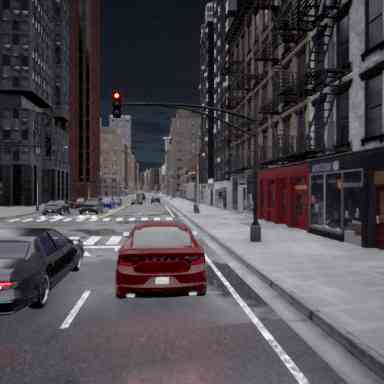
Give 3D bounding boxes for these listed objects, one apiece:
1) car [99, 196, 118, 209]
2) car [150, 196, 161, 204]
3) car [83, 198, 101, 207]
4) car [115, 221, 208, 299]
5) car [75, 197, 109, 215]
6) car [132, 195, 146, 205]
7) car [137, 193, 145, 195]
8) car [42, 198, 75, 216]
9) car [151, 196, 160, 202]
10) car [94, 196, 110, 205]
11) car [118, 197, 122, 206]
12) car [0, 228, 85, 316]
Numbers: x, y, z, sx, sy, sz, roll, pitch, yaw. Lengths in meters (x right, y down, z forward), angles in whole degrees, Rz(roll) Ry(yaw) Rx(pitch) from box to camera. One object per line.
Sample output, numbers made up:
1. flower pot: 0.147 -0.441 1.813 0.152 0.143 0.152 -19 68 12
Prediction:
1. car: -11.506 1.493 44.625 1.882 1.535 5.008 0 0 -6
2. car: -7.092 1.530 65.173 1.837 1.490 4.892 0 0 -6
3. car: -15.628 1.620 52.266 1.895 1.301 4.718 0 0 -6
4. car: -0.799 1.477 8.578 1.882 1.535 5.008 0 0 -6
5. car: -10.421 1.557 34.830 2.033 1.411 5.357 0 0 -6
6. car: -9.722 1.623 59.472 1.895 1.301 4.718 0 0 -6
7. car: -11.669 1.255 75.949 2.150 2.045 5.566 0 0 -6
8. car: -13.531 1.515 33.421 1.837 1.490 4.892 0 0 -6
9. car: -8.349 1.569 75.476 2.033 1.411 5.357 0 0 -6
10. car: -16.718 1.516 62.210 2.128 1.511 4.902 0 0 -6
11. car: -12.629 1.512 54.742 2.128 1.511 4.902 0 0 -6
12. car: -3.906 1.547 7.709 2.033 1.411 5.357 0 0 -6
